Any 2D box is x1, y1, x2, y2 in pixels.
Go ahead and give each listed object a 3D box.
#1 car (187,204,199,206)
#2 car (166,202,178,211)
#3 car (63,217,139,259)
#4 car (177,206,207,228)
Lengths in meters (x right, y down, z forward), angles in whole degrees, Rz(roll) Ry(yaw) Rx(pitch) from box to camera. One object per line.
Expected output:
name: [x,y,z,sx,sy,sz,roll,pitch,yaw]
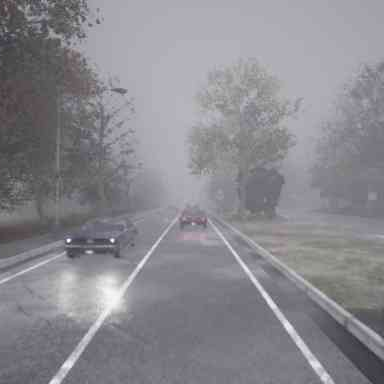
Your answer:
car: [0.103,2.158,40.899,2.128,1.511,4.902,0,-1,0]
car: [-3.276,2.429,55.286,1.837,1.490,4.892,0,-1,1]
car: [-3.350,1.703,13.129,1.895,1.301,4.718,0,-1,0]
car: [0.102,1.907,24.562,1.895,1.301,4.718,0,-1,0]
